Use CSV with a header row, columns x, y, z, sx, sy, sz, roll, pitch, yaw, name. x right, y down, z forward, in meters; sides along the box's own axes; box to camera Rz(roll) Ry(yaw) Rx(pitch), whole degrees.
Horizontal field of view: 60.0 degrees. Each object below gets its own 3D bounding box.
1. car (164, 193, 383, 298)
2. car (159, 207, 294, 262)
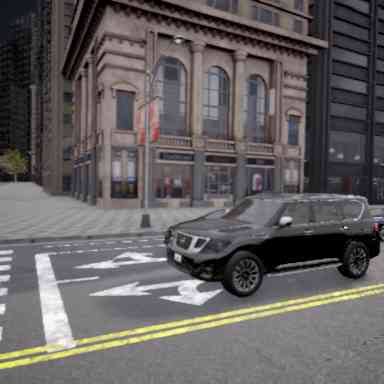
x,y,z,sx,sy,sz,roll,pitch,yaw,name
2.187,1.053,8.280,5.566,2.045,2.150,0,1,-26,car
1.181,1.305,11.419,4.181,1.385,1.994,0,2,-26,car
